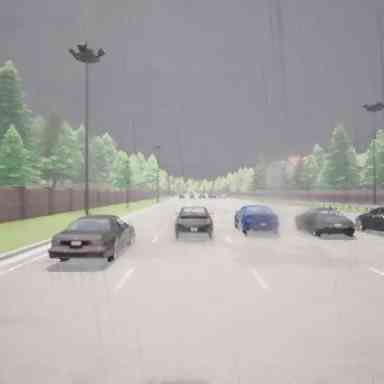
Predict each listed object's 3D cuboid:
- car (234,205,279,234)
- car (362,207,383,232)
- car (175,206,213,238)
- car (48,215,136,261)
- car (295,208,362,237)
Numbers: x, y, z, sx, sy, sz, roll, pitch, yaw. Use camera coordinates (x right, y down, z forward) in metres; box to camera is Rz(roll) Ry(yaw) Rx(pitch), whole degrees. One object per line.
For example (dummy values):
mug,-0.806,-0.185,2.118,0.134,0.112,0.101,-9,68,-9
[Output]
car,3.601,1.485,19.255,1.882,1.535,5.008,0,0,0
car,10.601,1.512,17.752,1.837,1.490,4.892,0,0,0
car,0.100,1.498,17.684,2.128,1.511,4.902,0,0,0
car,-3.399,1.552,12.264,2.033,1.411,5.357,0,0,0
car,7.100,1.571,18.187,1.994,1.385,4.181,0,0,0
